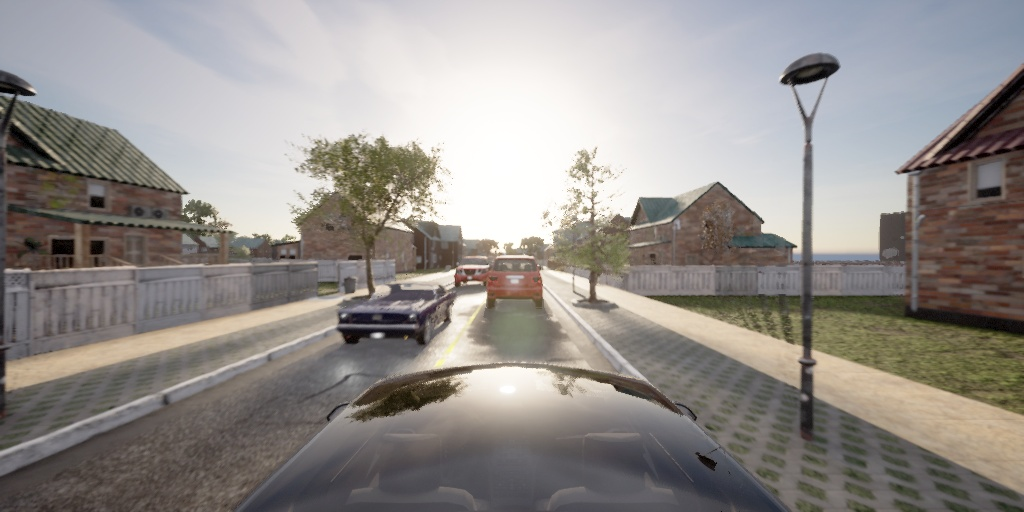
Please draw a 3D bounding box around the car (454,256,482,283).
[{"bbox_3d":[-2.598,1.032,25.315,2.150,2.045,5.566,0,-1,1],"label":"car"}]

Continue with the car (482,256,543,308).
[{"bbox_3d":[0.133,1.013,15.513,2.150,2.045,5.566,0,0,1],"label":"car"}]

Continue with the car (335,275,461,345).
[{"bbox_3d":[-2.781,1.356,9.663,1.895,1.301,4.718,0,0,1],"label":"car"}]
